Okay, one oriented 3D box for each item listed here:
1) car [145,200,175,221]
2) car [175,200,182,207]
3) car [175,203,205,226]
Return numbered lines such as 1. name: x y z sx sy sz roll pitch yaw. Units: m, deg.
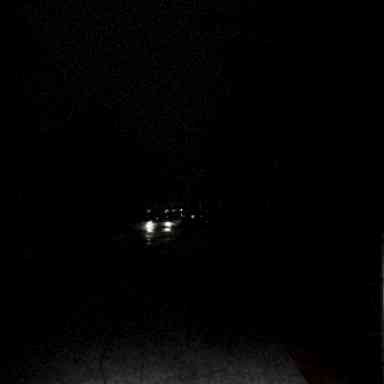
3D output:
1. car: -2.920 1.672 30.083 2.097 1.767 4.553 0 -1 0
2. car: -2.967 2.685 70.389 2.150 2.045 5.566 0 -2 0
3. car: 0.048 1.785 25.183 2.033 1.411 5.357 0 -1 0
